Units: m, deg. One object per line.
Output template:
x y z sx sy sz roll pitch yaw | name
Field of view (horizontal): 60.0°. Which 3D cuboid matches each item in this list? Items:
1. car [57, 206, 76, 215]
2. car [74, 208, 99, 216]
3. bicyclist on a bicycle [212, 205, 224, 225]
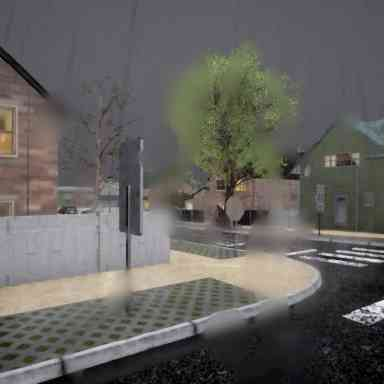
-19.879 3.295 53.094 2.150 2.045 5.566 1 -3 -35 | car
-13.814 3.137 44.512 1.882 1.535 5.008 1 -3 -35 | car
2.224 1.828 26.717 1.656 1.620 0.582 -2 1 -35 | bicyclist on a bicycle
